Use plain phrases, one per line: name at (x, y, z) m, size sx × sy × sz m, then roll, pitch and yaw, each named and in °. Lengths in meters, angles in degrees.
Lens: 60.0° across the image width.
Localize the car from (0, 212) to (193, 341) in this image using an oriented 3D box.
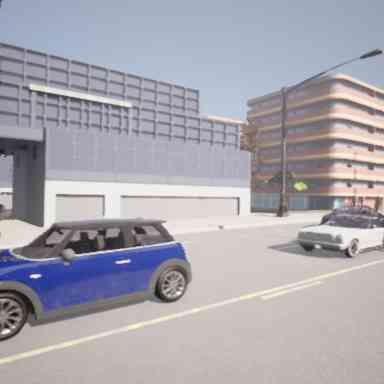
car at (-2.270, 1.345, 6.603) m, size 4.553 × 1.767 × 2.097 m, roll 0°, pitch 0°, yaw -35°

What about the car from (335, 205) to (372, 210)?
car at (9.260, 1.460, 19.095) m, size 4.181 × 1.385 × 1.994 m, roll 0°, pitch 0°, yaw -35°

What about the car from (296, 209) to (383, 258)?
car at (6.035, 1.515, 12.481) m, size 4.718 × 1.301 × 1.895 m, roll -1°, pitch 0°, yaw -36°
